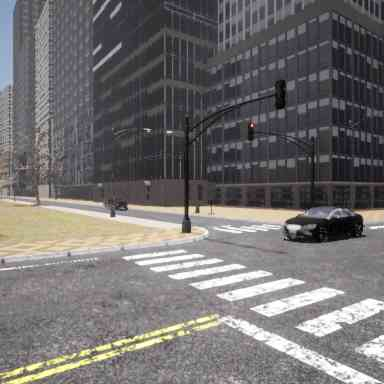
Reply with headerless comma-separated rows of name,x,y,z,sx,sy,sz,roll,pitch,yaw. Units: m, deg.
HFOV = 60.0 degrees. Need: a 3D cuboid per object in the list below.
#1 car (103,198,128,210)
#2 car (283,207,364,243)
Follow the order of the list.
car,-9.870,1.506,42.597,1.837,1.490,4.892,0,0,-35
car,6.495,1.496,16.257,4.902,1.511,2.128,0,0,-35
